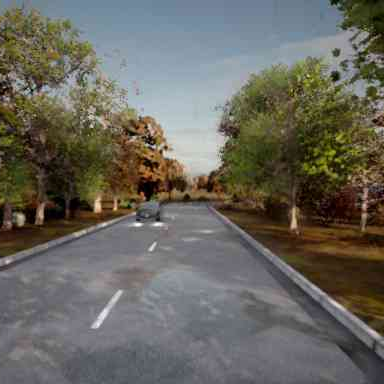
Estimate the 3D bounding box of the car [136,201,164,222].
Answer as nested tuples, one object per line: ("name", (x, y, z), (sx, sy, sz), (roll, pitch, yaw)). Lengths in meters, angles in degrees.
("car", (-3.334, 1.525, 26.909), (1.837, 1.490, 4.892), (0, 0, 0))
